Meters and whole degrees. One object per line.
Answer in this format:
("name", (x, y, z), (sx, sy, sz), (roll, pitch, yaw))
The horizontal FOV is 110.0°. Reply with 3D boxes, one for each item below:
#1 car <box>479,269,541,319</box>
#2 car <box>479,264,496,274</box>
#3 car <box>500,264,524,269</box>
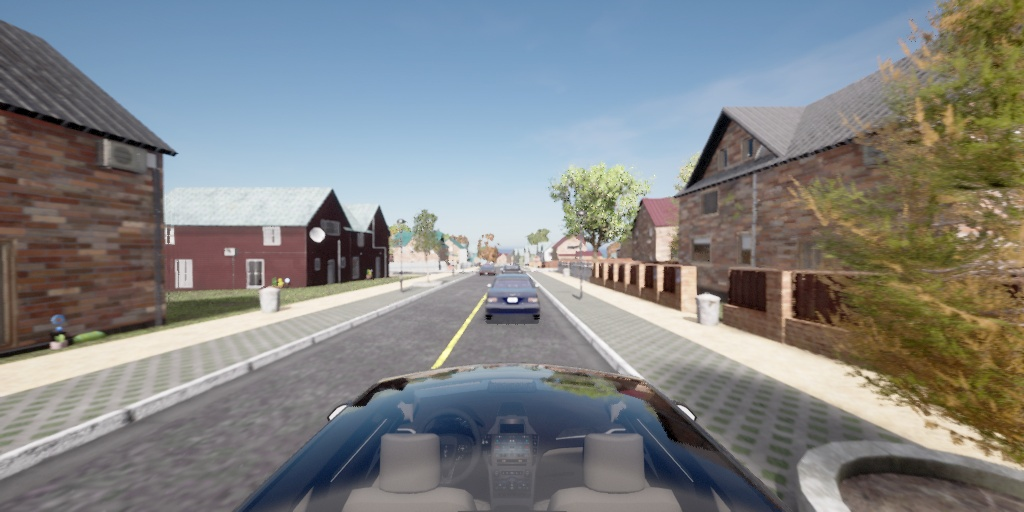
("car", (0.035, 1.368, 13.179), (2.033, 1.411, 5.357), (0, 0, 0))
("car", (-2.835, 1.619, 42.530), (2.033, 1.411, 5.357), (0, -1, 0))
("car", (0.029, 1.444, 30.473), (2.128, 1.511, 4.902), (0, -1, 1))
